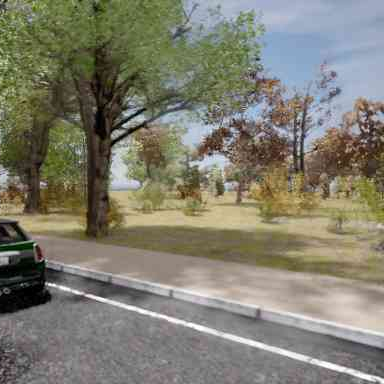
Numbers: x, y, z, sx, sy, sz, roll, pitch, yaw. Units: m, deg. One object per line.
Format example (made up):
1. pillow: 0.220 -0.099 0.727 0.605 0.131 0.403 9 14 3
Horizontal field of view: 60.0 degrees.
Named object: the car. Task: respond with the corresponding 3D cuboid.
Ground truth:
1. car: -5.332 1.320 7.486 4.553 1.767 2.097 0 0 35
